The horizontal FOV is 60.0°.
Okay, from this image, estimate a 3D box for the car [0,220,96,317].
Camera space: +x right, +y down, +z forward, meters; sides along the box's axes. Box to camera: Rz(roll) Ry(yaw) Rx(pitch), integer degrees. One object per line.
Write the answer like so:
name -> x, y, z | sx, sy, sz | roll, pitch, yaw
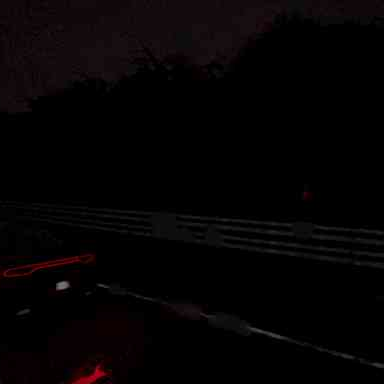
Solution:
car -> -4.089, 1.325, 6.918 | 5.008, 1.535, 1.882 | 1, 1, 37
